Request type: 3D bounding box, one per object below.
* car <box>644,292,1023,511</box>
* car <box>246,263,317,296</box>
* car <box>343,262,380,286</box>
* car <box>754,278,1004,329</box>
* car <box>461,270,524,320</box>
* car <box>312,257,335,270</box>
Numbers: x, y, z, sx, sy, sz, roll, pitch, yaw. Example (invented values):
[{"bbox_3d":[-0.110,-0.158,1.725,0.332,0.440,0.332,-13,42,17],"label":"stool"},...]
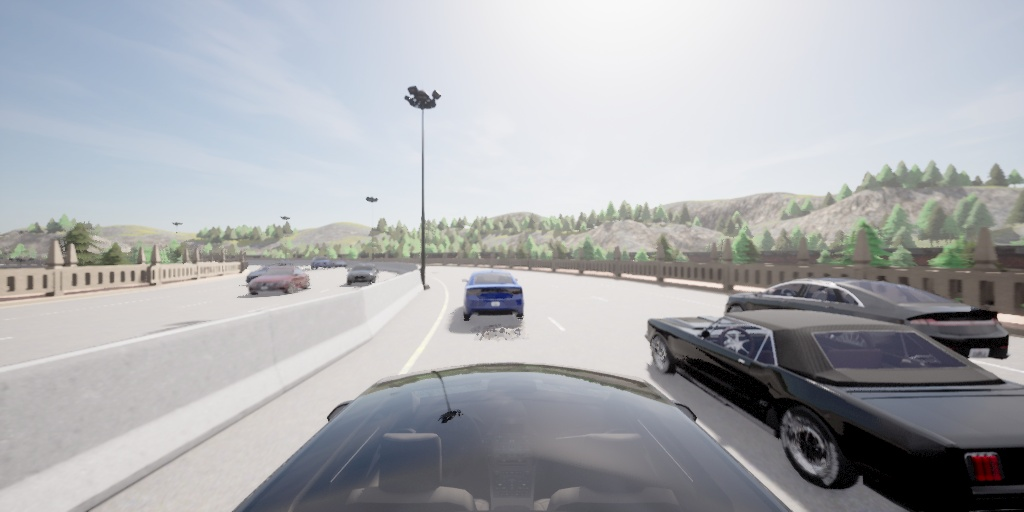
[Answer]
[{"bbox_3d":[3.423,1.337,4.516,1.895,1.301,4.718,0,0,-2],"label":"car"},{"bbox_3d":[-12.814,1.336,20.110,1.812,1.442,4.674,0,0,-13],"label":"car"},{"bbox_3d":[-10.698,1.308,26.030,1.837,1.490,4.892,0,0,-16],"label":"car"},{"bbox_3d":[6.714,1.215,7.687,2.128,1.511,4.902,0,0,-4],"label":"car"},{"bbox_3d":[-0.763,1.234,12.804,1.882,1.535,5.008,0,0,-7],"label":"car"},{"bbox_3d":[-30.603,1.143,57.547,2.150,2.045,5.566,0,0,-38],"label":"car"}]
